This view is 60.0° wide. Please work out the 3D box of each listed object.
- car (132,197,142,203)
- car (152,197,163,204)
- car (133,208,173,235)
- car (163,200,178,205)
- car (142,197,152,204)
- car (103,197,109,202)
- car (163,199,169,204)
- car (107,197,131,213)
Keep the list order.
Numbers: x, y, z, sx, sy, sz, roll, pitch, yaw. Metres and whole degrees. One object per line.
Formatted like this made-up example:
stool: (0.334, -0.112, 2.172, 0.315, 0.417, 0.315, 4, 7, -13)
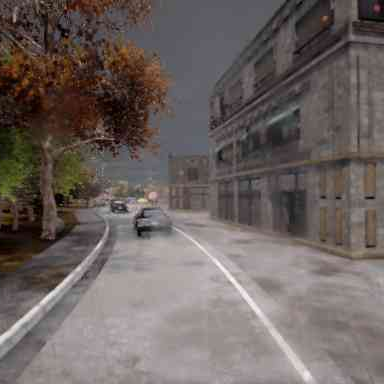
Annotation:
car: (-15.713, 2.129, 87.728, 2.185, 1.767, 4.553, 4, -3, -31)
car: (-10.941, 2.351, 90.598, 2.435, 2.045, 5.566, 4, -2, -31)
car: (-2.349, 1.599, 19.262, 1.994, 1.385, 4.181, 0, 0, -13)
car: (-6.160, 2.941, 93.406, 2.163, 1.488, 4.792, 3, -2, -31)
car: (-13.324, 2.432, 89.122, 2.097, 1.535, 5.008, 4, -3, -31)
car: (-20.451, 1.911, 84.803, 2.163, 1.488, 4.792, 4, -3, -31)
car: (-8.548, 2.763, 91.995, 2.231, 1.521, 4.892, 4, -2, -31)
car: (-8.670, 1.646, 39.270, 1.812, 1.442, 4.674, 0, 0, -17)
